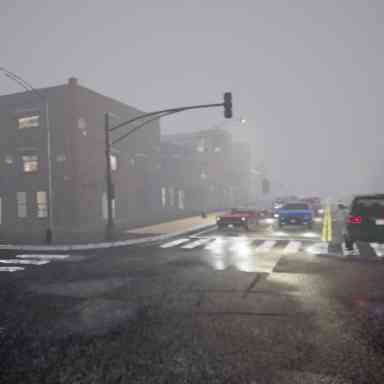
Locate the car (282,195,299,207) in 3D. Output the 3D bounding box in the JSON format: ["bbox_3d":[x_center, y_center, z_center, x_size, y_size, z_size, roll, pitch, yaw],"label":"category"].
[{"bbox_3d":[14.352,1.239,48.066,1.837,1.490,4.892,-2,0,22],"label":"car"}]

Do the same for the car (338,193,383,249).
[{"bbox_3d":[7.223,1.058,13.357,2.150,2.045,5.566,-2,0,23],"label":"car"}]

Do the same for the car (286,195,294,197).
[{"bbox_3d":[10.512,1.306,38.734,2.128,1.511,4.902,-2,0,23],"label":"car"}]

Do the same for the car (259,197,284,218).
[{"bbox_3d":[6.674,1.442,29.592,2.033,1.411,5.357,-2,0,23],"label":"car"}]

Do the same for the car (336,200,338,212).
[{"bbox_3d":[15.444,1.265,33.356,1.895,1.301,4.718,-2,0,22],"label":"car"}]

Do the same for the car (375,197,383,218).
[{"bbox_3d":[16.178,1.173,26.604,2.033,1.411,5.357,-2,0,22],"label":"car"}]

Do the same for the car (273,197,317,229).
[{"bbox_3d":[6.637,1.351,20.986,1.882,1.535,5.008,-2,0,22],"label":"car"}]

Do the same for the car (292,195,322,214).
[{"bbox_3d":[10.310,1.274,29.870,1.882,1.535,5.008,-2,0,23],"label":"car"}]

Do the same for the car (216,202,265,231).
[{"bbox_3d":[2.994,1.573,20.669,1.895,1.301,4.718,-2,0,22],"label":"car"}]
